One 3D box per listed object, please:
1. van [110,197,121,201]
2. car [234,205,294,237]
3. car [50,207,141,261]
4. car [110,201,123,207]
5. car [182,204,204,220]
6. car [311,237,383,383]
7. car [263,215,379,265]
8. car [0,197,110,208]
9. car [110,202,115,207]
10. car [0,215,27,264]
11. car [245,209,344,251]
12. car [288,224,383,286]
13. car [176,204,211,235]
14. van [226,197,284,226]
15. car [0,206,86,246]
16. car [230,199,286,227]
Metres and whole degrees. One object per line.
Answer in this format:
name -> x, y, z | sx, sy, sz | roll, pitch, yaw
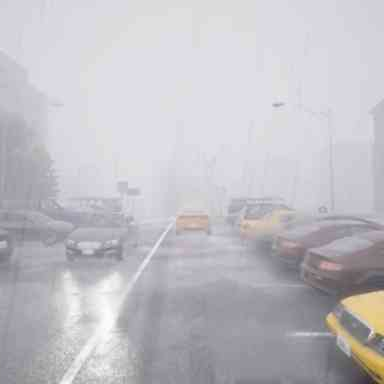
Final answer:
van -> -7.779, 1.398, 26.162 | 4.442, 1.987, 1.878 | 0, -1, 0
car -> 4.858, 1.522, 15.157 | 5.366, 1.575, 1.946 | 0, 0, 0
car -> -3.104, 1.528, 12.420 | 2.128, 1.511, 4.902 | 0, 0, 0
car -> -7.691, 1.603, 23.372 | 4.792, 1.488, 2.163 | 0, -1, 0
car -> 0.142, 1.888, 32.223 | 1.994, 1.385, 4.181 | 0, -2, 2
car -> 4.492, 1.489, 3.992 | 5.366, 1.575, 1.946 | 0, 0, 0
car -> 4.672, 1.549, 9.575 | 4.674, 1.452, 2.002 | 0, 0, 0
car -> -7.630, 1.281, 17.807 | 5.566, 2.045, 2.435 | 0, 0, 0
car -> -7.659, 1.544, 20.540 | 5.008, 1.535, 2.097 | 0, 0, 0
car -> -7.684, 1.537, 9.425 | 4.792, 1.488, 2.163 | 0, 0, 0
car -> 4.645, 1.546, 12.365 | 4.792, 1.488, 2.163 | 0, 0, 0
car -> 4.674, 1.541, 6.908 | 4.674, 1.452, 2.002 | 0, 0, 0
car -> 0.090, 1.537, 19.309 | 1.882, 1.535, 5.008 | 0, -1, 0
van -> 4.786, 1.352, 23.642 | 4.442, 1.987, 1.878 | 0, -1, 0
car -> -7.628, 1.554, 15.012 | 4.792, 1.488, 2.163 | 0, 0, 0
car -> 4.640, 1.408, 18.075 | 4.553, 1.767, 2.185 | 0, 0, 0
